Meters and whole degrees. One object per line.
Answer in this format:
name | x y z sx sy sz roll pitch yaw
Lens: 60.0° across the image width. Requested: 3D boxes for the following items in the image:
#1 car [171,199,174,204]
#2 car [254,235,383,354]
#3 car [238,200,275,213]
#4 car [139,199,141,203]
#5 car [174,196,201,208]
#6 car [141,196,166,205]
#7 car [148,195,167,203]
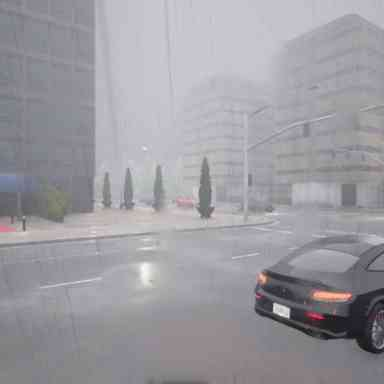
car | -2.049 1.521 62.228 1.812 1.442 4.674 0 0 -35
car | 3.158 1.525 6.073 4.674 1.442 1.812 0 0 -35
car | 7.069 1.560 36.708 1.994 1.385 4.181 0 0 -36
car | -8.777 1.559 65.729 1.994 1.385 4.181 0 0 -35
car | -0.149 1.347 46.988 2.097 1.767 4.553 0 0 -35
car | -6.189 1.560 55.619 1.994 1.385 4.181 0 0 -35
car | -7.333 1.498 69.704 1.837 1.490 4.892 0 0 -35
